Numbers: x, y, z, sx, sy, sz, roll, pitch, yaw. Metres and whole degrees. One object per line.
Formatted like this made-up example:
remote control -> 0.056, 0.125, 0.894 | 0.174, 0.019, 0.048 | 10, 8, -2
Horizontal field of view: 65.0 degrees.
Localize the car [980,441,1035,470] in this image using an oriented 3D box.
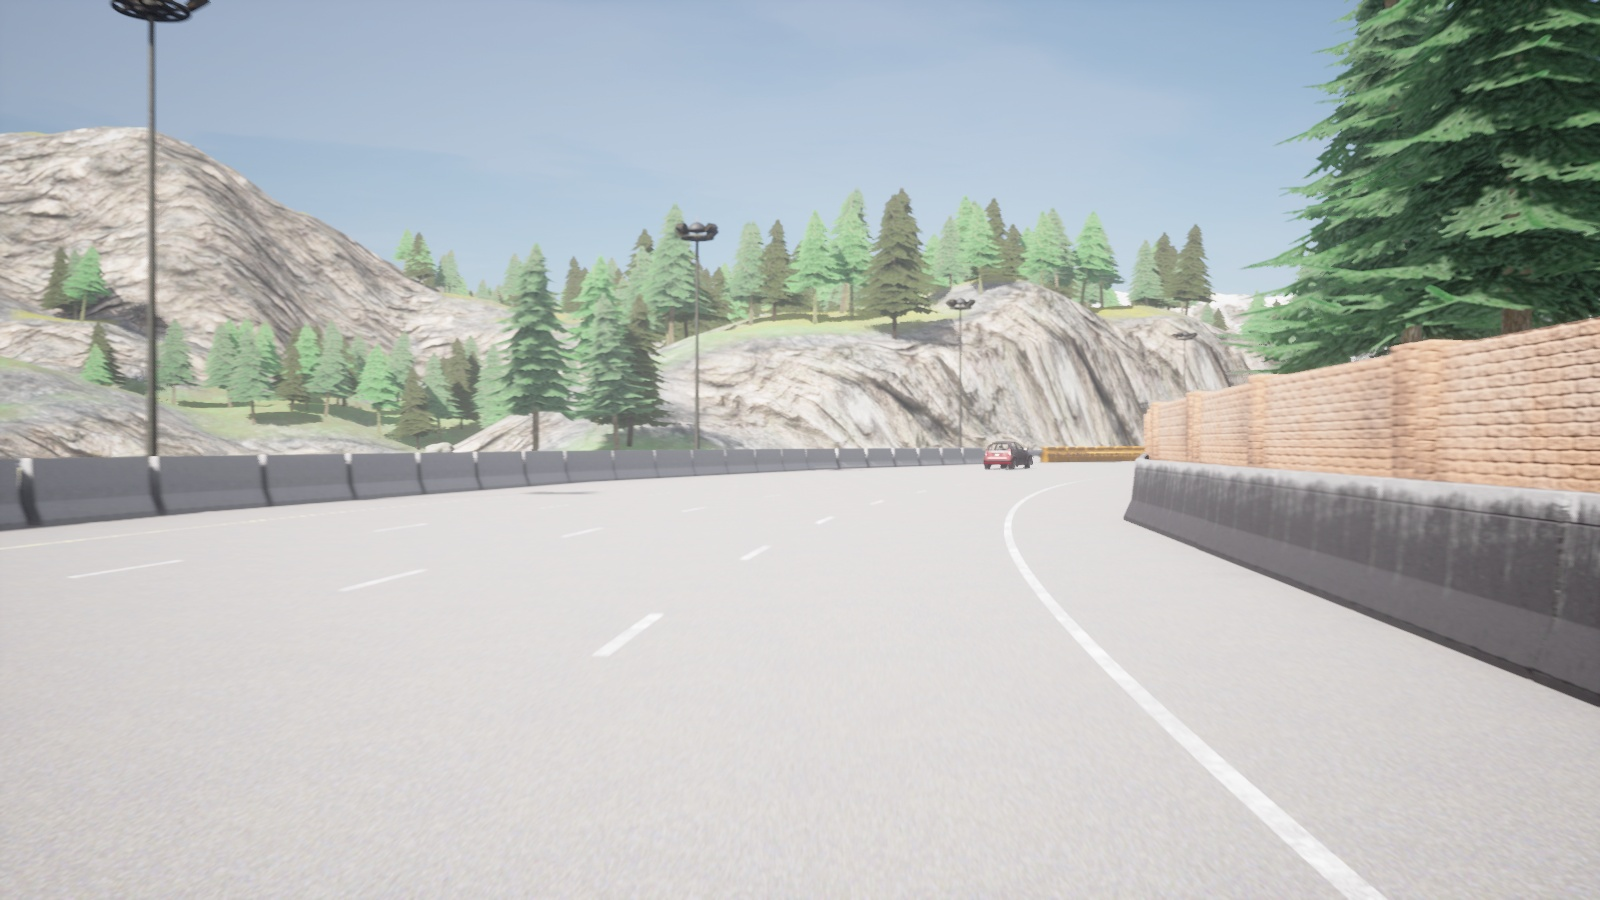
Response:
car -> 12.006, 0.281, 72.428 | 1.851, 1.617, 3.988 | 0, 0, 29
